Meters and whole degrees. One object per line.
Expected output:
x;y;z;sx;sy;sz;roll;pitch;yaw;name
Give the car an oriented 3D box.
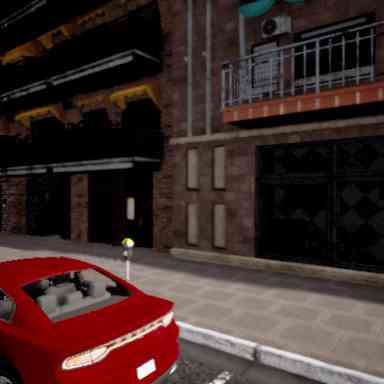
-2.257;1.569;4.478;4.507;1.381;1.887;0;0;36;car
